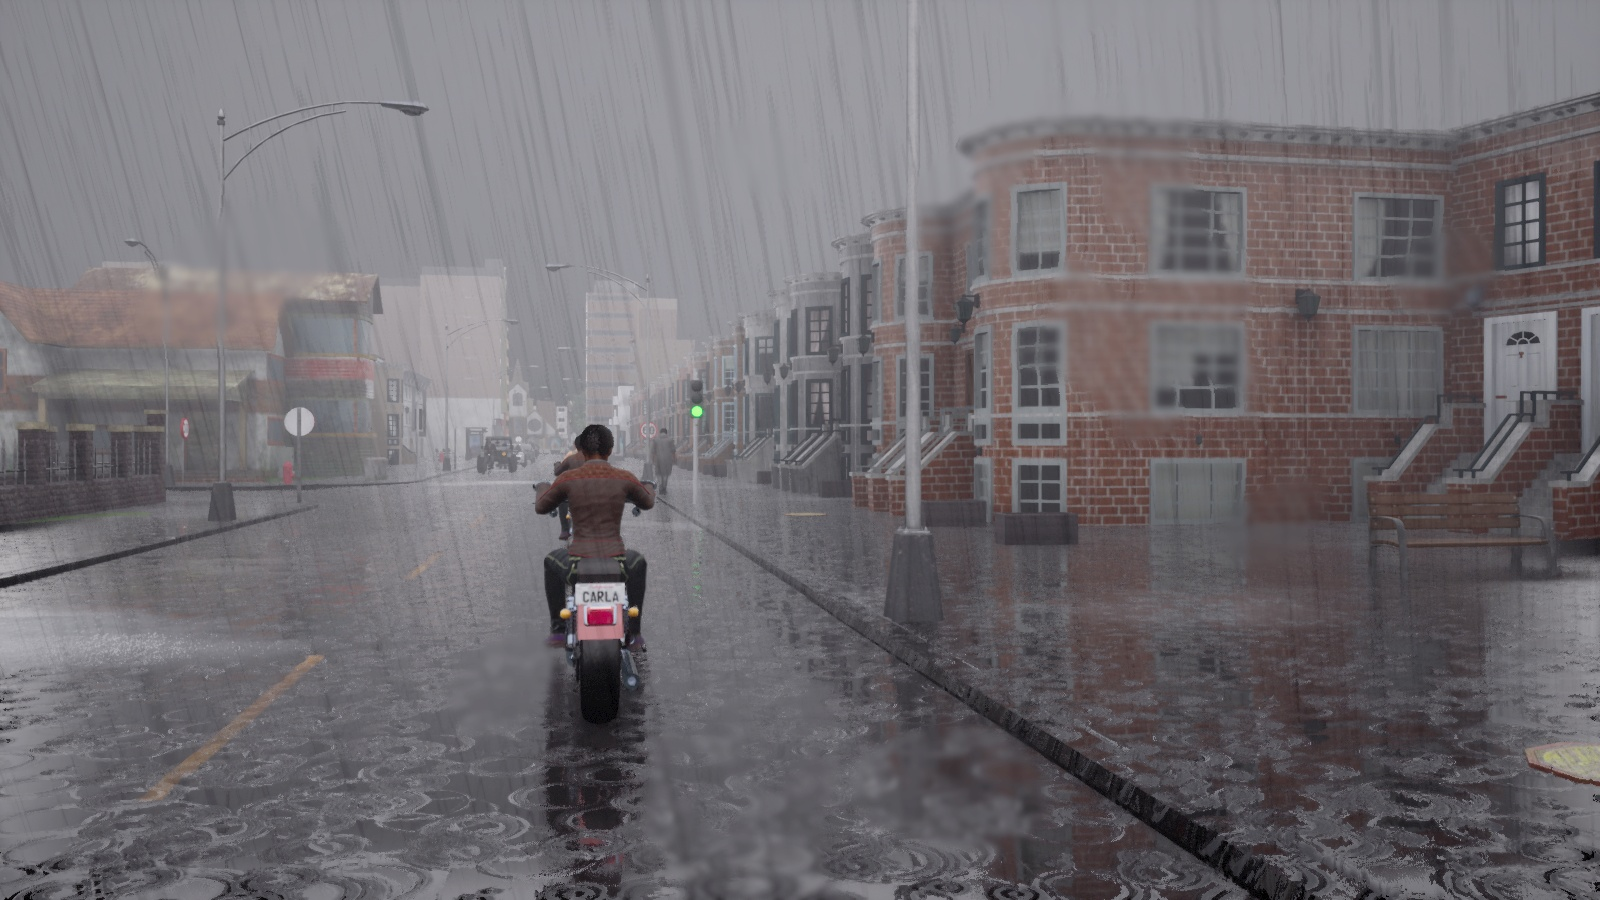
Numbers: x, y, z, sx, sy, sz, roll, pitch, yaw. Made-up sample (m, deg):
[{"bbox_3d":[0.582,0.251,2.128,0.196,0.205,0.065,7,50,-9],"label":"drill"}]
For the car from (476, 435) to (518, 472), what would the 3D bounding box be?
[{"bbox_3d":[-15.980,0.179,66.370,1.905,1.878,3.866,0,0,-10],"label":"car"}]

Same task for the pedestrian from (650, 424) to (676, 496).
[{"bbox_3d":[-3.774,0.272,34.669,0.659,1.952,0.873,0,0,-3],"label":"pedestrian"}]

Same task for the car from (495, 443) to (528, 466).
[{"bbox_3d":[-18.796,0.265,81.942,1.970,1.475,3.806,0,0,-10],"label":"car"}]

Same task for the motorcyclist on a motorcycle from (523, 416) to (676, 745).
[{"bbox_3d":[-1.223,0.656,7.523,0.766,1.649,2.350,0,0,-10],"label":"motorcyclist on a motorcycle"}]
